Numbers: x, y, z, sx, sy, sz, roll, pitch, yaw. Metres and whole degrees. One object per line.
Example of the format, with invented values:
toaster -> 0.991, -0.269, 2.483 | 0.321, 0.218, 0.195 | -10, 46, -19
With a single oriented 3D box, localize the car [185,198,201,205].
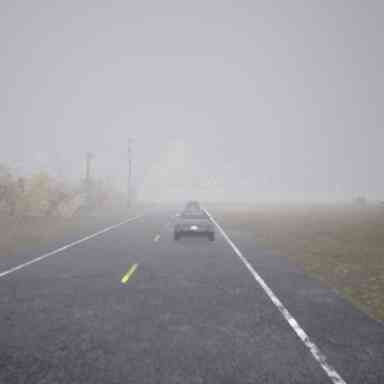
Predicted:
car -> 0.097, 1.647, 45.184 | 1.837, 1.490, 4.892 | 0, 0, 0

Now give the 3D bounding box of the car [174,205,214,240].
car -> 0.100, 1.625, 17.407 | 1.994, 1.385, 4.181 | 0, 0, 0
